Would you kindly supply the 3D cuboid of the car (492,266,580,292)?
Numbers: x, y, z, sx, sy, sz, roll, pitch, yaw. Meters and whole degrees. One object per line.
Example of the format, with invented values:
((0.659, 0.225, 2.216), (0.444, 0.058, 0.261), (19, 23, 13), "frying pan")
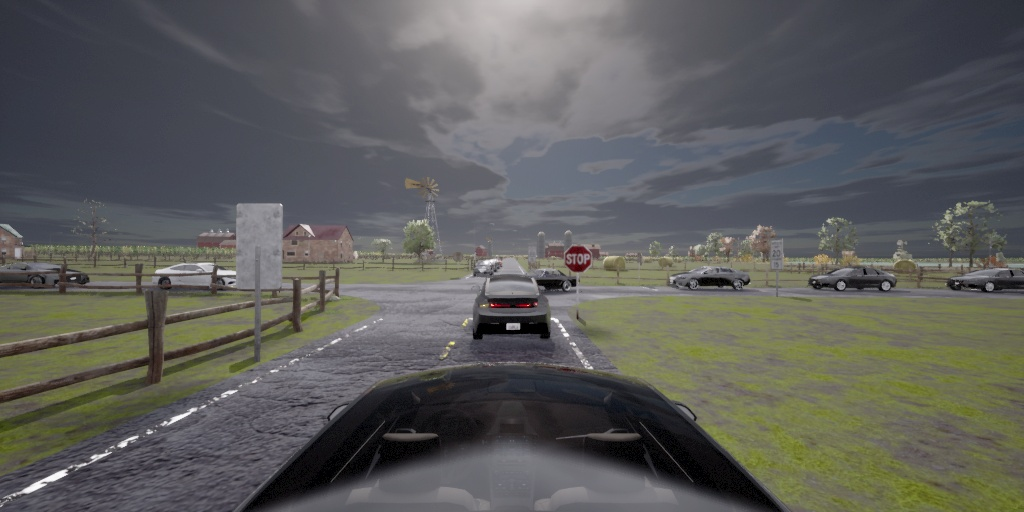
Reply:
((1.499, 1.369, 20.100), (4.718, 1.301, 1.895), (1, 0, -35), "car")

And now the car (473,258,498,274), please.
((-2.861, 1.243, 36.741), (2.128, 1.511, 4.902), (0, 0, 0), "car")

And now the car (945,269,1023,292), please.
((31.702, 1.587, 23.622), (4.892, 1.490, 1.837), (1, -1, -1), "car")

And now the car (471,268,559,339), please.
((-0.074, 1.256, 10.054), (1.837, 1.490, 4.892), (0, 0, -2), "car")

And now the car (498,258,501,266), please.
((-2.854, 1.241, 46.187), (2.128, 1.511, 4.902), (0, 0, 0), "car")

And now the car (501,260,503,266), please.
((-2.823, 1.240, 55.729), (2.128, 1.511, 4.902), (0, 0, 0), "car")

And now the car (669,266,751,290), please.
((12.797, 1.397, 23.329), (4.902, 1.511, 2.128), (1, -1, -2), "car")

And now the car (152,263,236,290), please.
((-17.244, 1.103, 20.010), (4.674, 1.442, 1.812), (1, -1, -1), "car")

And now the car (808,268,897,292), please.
((22.199, 1.499, 23.501), (4.892, 1.490, 1.837), (1, -1, -1), "car")

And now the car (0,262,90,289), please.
((-26.364, 1.048, 19.888), (4.181, 1.385, 1.994), (1, -1, -1), "car")
